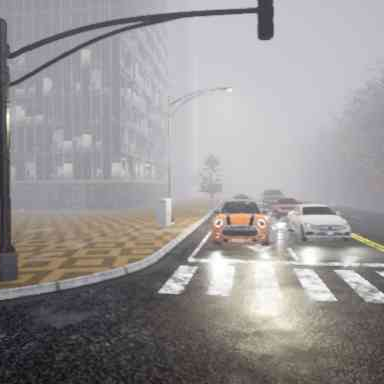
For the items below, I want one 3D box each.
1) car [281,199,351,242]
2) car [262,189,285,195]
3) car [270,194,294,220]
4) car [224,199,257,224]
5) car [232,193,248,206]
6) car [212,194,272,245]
[{"bbox_3d":[5.478,1.257,14.966,1.812,1.442,4.674,0,1,6],"label":"car"},{"bbox_3d":[8.247,0.709,34.217,2.150,2.045,5.566,0,1,8],"label":"car"},{"bbox_3d":[6.812,1.142,23.970,1.812,1.442,4.674,0,1,8],"label":"car"},{"bbox_3d":[3.349,1.225,22.635,1.994,1.385,4.181,0,1,9],"label":"car"},{"bbox_3d":[5.965,0.901,41.725,1.882,1.535,5.008,0,1,8],"label":"car"},{"bbox_3d":[2.047,1.122,14.102,2.097,1.767,4.553,0,1,9],"label":"car"}]
